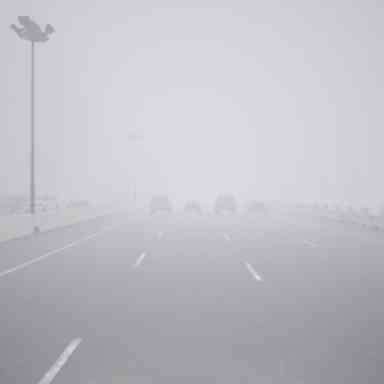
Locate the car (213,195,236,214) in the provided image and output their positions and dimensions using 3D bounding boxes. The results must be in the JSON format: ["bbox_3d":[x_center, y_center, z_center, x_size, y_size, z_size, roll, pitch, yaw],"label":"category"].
[{"bbox_3d":[3.588,1.378,37.097,2.150,2.045,5.566,0,-1,0],"label":"car"}]

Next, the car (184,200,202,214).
[{"bbox_3d":[0.087,1.675,38.384,1.837,1.490,4.892,0,-1,0],"label":"car"}]

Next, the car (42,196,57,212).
[{"bbox_3d":[-17.596,1.401,39.207,2.150,2.045,5.566,0,0,1],"label":"car"}]

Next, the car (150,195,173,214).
[{"bbox_3d":[-3.421,1.382,37.393,2.150,2.045,5.566,0,-1,0],"label":"car"}]

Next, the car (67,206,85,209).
[{"bbox_3d":[-14.091,1.701,41.434,2.128,1.511,4.902,0,-1,0],"label":"car"}]

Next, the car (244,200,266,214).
[{"bbox_3d":[7.087,1.666,37.566,1.837,1.490,4.892,0,-1,0],"label":"car"}]
